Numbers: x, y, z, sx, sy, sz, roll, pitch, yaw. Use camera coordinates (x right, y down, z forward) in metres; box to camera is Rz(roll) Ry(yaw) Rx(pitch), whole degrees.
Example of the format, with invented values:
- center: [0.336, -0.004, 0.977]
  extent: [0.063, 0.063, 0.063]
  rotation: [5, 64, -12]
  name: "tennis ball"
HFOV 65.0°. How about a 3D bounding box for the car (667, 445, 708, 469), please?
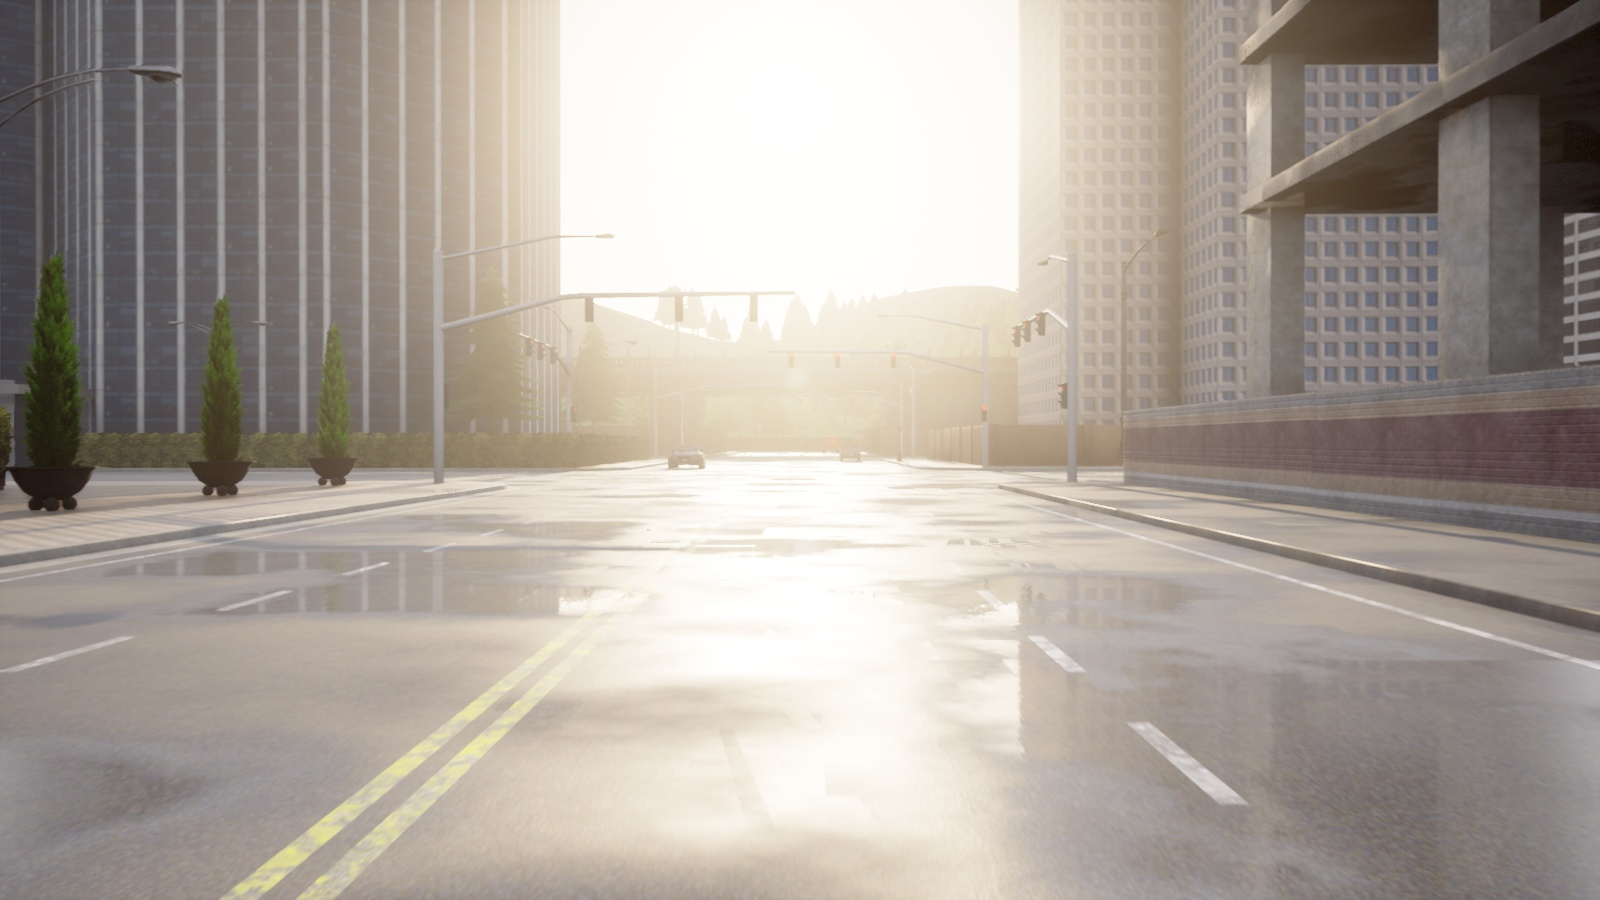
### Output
- center: [-6.607, 0.388, 73.958]
  extent: [1.994, 1.385, 4.181]
  rotation: [0, 0, 0]
  name: "car"
